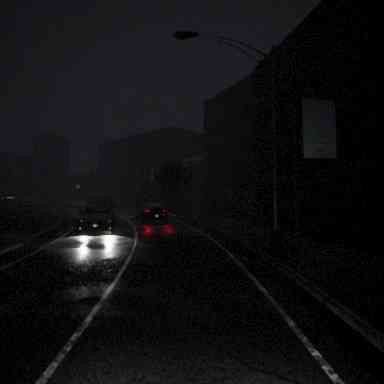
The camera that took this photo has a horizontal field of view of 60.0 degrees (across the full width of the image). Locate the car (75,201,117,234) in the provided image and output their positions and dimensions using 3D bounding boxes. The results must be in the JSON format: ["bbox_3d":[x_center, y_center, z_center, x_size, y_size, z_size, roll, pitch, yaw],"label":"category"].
[{"bbox_3d":[-5.162,1.439,18.265,1.994,1.385,4.181,1,1,-12],"label":"car"}]

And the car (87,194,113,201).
[{"bbox_3d":[-11.094,0.971,39.942,2.128,1.511,4.902,3,0,-36],"label":"car"}]

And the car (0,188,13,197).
[{"bbox_3d":[-29.537,0.014,51.178,4.181,1.385,1.994,3,-1,29],"label":"car"}]

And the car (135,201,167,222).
[{"bbox_3d":[-3.030,1.382,24.455,1.812,1.442,4.674,1,0,-17],"label":"car"}]
